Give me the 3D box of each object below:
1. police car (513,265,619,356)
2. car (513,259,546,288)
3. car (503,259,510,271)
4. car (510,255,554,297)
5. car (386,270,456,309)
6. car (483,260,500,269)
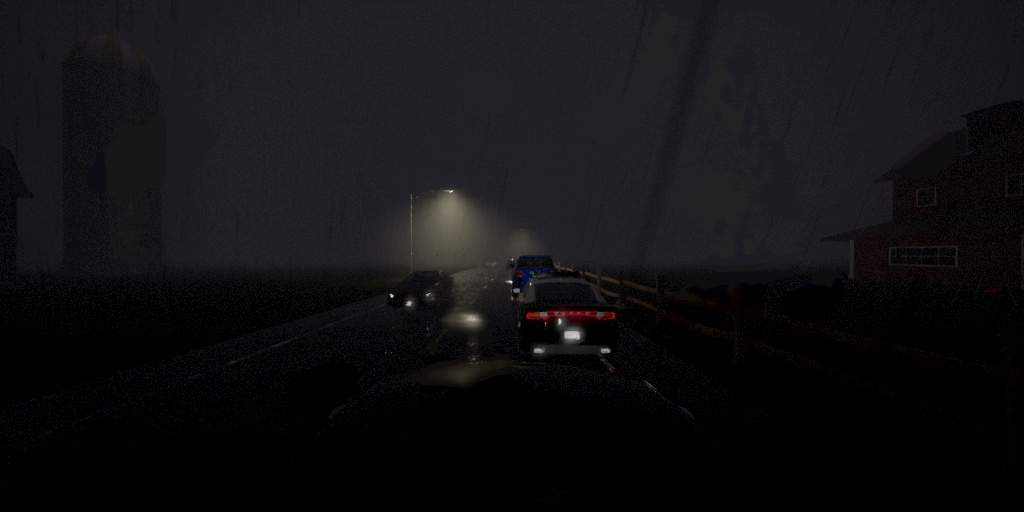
[{"bbox_3d":[1.067,1.174,8.771,1.930,1.638,5.238,0,0,0],"label":"police car"},{"bbox_3d":[1.098,1.105,24.633,2.097,1.767,4.553,0,0,0],"label":"car"},{"bbox_3d":[0.153,1.263,50.385,1.882,1.535,5.008,0,0,1],"label":"car"},{"bbox_3d":[1.088,0.975,18.693,2.150,2.045,5.566,0,0,0],"label":"car"},{"bbox_3d":[-3.569,1.297,15.183,2.033,1.411,5.357,0,0,0],"label":"car"},{"bbox_3d":[-3.462,1.327,58.614,1.812,1.442,4.674,0,0,0],"label":"car"}]
